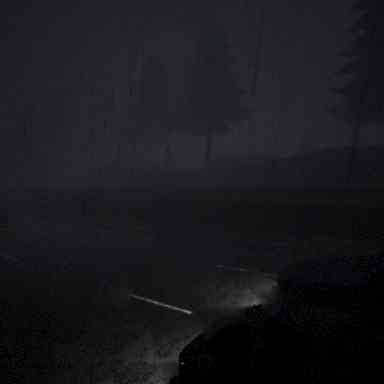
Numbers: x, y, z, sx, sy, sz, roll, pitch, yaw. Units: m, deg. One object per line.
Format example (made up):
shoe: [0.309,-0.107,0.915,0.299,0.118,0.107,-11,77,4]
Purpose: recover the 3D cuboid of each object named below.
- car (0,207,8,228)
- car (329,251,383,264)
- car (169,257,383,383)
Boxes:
car: [-12.762,1.330,20.106,1.882,1.535,5.008,0,0,-44]
car: [4.131,1.549,5.352,5.357,1.411,2.033,0,0,36]
car: [2.389,1.552,2.291,5.357,1.411,2.033,0,0,36]
